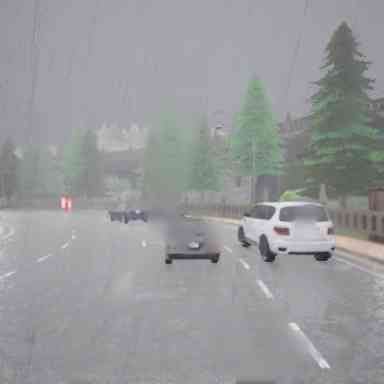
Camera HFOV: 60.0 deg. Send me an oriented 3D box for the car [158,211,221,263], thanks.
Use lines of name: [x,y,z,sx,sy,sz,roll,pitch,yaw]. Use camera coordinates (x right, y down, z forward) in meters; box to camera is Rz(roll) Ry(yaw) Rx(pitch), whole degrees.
car: [-0.139,1.687,12.574,2.033,1.411,5.357,0,-1,-5]

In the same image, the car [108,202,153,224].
car: [-5.473,1.661,28.209,2.097,1.767,4.553,0,-1,-33]

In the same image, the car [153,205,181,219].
car: [-2.455,1.894,29.994,1.994,1.385,4.181,0,-1,-34]

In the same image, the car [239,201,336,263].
car: [3.352,1.366,12.786,2.150,2.045,5.566,0,0,-5]
